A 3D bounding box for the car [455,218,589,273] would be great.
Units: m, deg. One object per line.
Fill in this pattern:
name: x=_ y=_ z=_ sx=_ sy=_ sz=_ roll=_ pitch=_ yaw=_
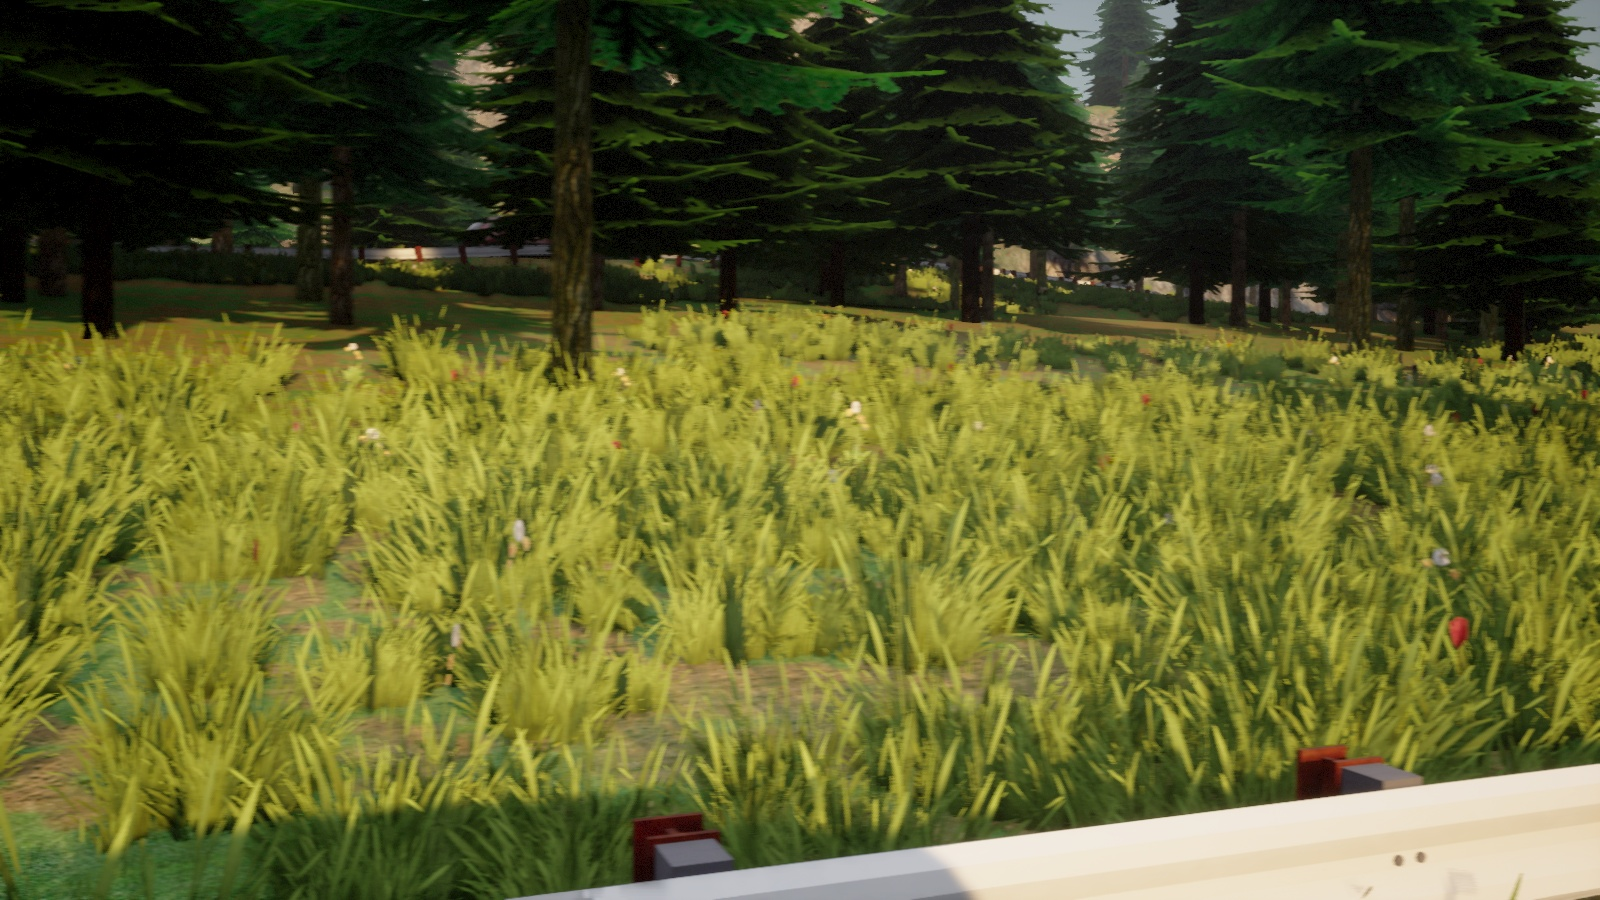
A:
car: x=-9.611 y=-7.069 z=43.504 sx=3.988 sy=1.617 sz=1.851 roll=-7 pitch=5 yaw=-38
